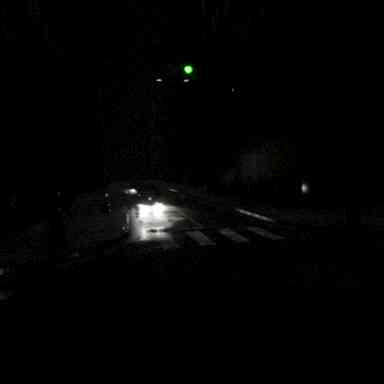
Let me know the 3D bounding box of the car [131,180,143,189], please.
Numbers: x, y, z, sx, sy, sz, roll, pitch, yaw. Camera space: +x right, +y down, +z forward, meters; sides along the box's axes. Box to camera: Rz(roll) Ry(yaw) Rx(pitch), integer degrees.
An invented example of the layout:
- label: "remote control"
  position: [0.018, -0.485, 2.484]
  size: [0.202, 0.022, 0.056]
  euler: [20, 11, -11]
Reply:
- label: "car"
  position: [-9.382, -1.250, 56.357]
  size: [1.895, 1.301, 4.718]
  euler: [-3, 3, -11]

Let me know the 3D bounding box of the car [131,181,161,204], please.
- label: "car"
  position: [-3.659, 0.098, 27.483]
  size: [2.128, 1.511, 4.902]
  euler: [-3, 4, -11]
